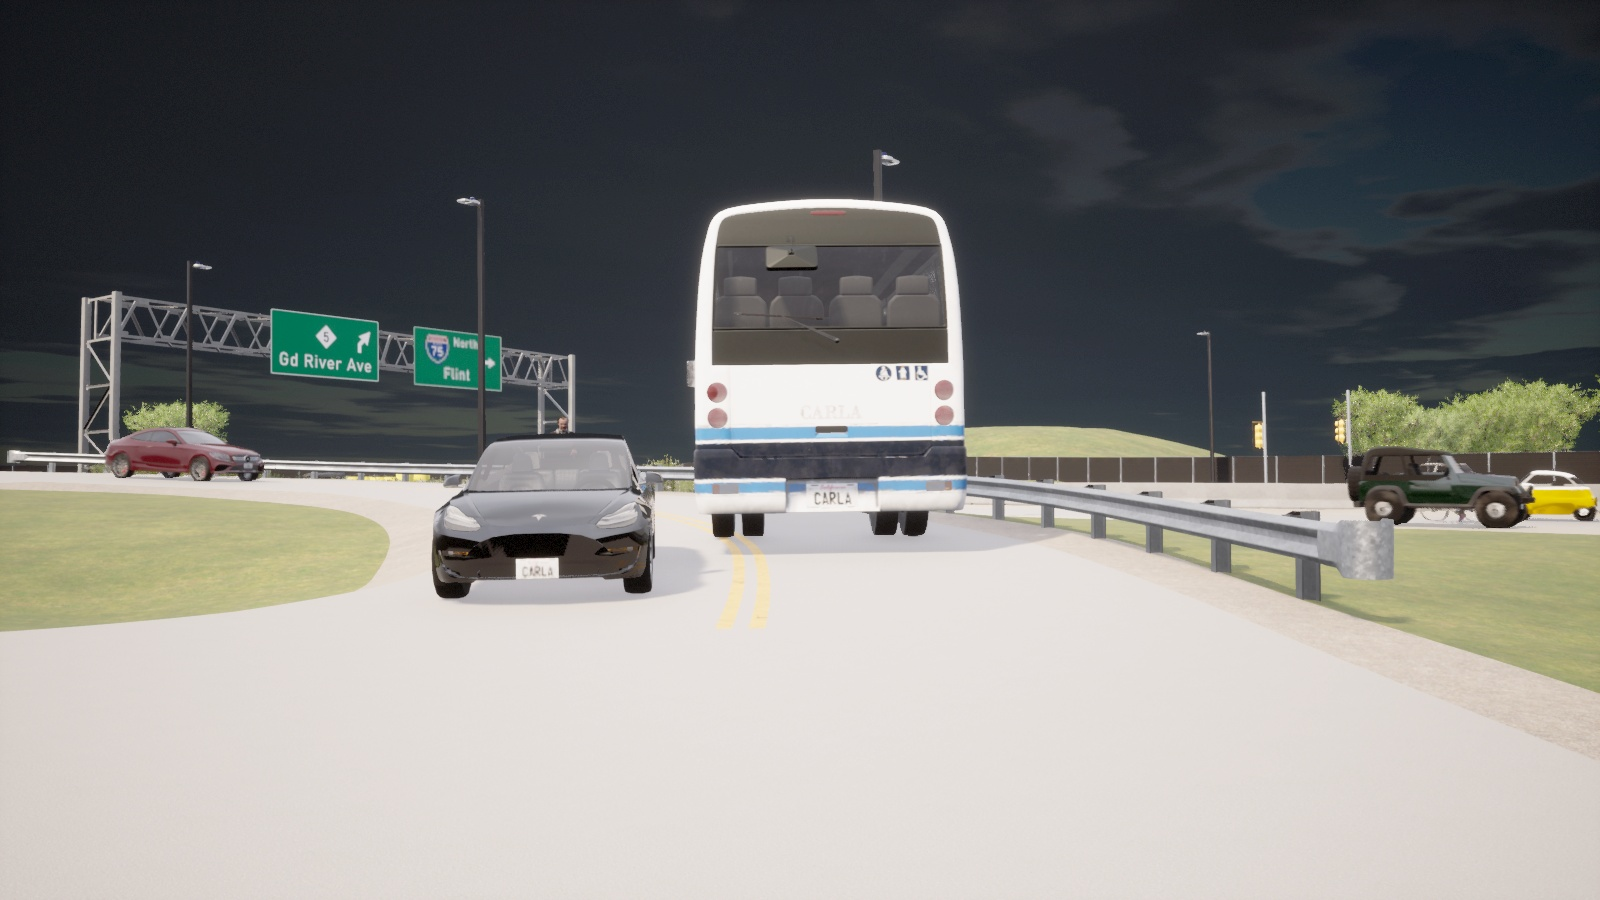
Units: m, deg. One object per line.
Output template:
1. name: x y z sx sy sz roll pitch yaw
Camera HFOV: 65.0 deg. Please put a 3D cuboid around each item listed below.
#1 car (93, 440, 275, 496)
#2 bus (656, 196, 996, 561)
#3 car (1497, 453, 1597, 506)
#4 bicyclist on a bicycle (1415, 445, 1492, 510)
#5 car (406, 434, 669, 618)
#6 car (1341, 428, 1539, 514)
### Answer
1. car: -17.000 0.476 34.654 4.674 1.442 1.812 0 -1 21
2. bus: 0.089 -0.943 20.204 3.944 4.253 10.273 -2 1 -3
3. car: 20.380 0.802 34.266 2.207 1.376 1.481 -1 -1 35
4. bicyclist on a bicycle: 16.872 0.720 32.441 1.656 1.620 0.582 -2 -2 35
5. car: -2.490 0.617 13.154 2.163 1.488 4.792 -2 1 -6
6. car: 15.005 0.525 29.479 3.866 1.878 1.905 -2 -2 35
